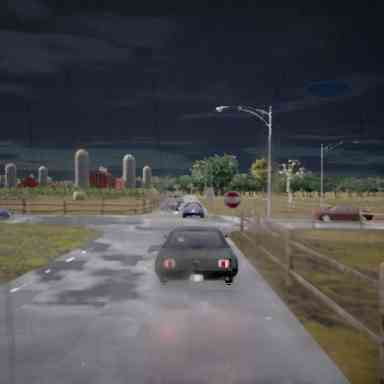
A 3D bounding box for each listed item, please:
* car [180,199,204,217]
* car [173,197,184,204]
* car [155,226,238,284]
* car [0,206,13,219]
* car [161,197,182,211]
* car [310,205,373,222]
[{"bbox_3d":[0.113,1.673,32.297,1.994,1.385,4.181,0,0,0],"label":"car"},{"bbox_3d":[-2.730,1.739,68.805,1.994,1.385,4.181,0,0,0],"label":"car"},{"bbox_3d":[0.105,1.635,9.647,1.895,1.301,4.718,0,0,0],"label":"car"},{"bbox_3d":[-16.307,1.374,25.545,4.674,1.442,1.812,1,1,0],"label":"car"},{"bbox_3d":[-2.781,1.483,42.661,2.097,1.767,4.553,0,0,0],"label":"car"},{"bbox_3d":[12.838,1.831,28.700,5.008,1.535,1.882,1,1,1],"label":"car"}]
